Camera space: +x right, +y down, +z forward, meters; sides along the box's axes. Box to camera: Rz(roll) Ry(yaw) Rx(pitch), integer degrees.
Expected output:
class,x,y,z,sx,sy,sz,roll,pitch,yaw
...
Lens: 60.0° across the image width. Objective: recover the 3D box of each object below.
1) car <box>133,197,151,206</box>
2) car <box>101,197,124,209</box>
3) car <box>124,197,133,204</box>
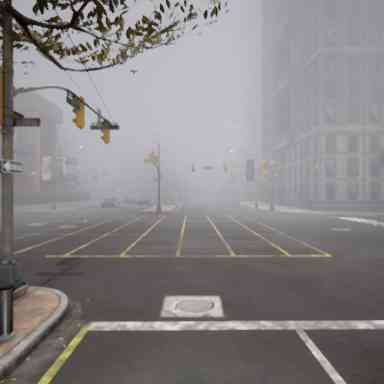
class,x,y,z,sx,sy,sz,roll,pitch,yaw
car,-8.084,1.600,55.634,1.994,1.385,4.181,0,0,0
car,-11.525,1.535,47.307,1.837,1.490,4.892,0,0,0
car,-11.534,1.604,61.538,1.994,1.385,4.181,0,0,0
